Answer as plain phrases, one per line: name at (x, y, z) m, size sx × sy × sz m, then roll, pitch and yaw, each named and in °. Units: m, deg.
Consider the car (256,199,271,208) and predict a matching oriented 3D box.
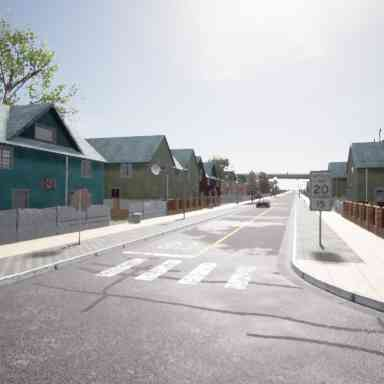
car at (10.796, 1.651, 50.232) m, size 1.895 × 1.301 × 4.718 m, roll 0°, pitch 0°, yaw 17°
